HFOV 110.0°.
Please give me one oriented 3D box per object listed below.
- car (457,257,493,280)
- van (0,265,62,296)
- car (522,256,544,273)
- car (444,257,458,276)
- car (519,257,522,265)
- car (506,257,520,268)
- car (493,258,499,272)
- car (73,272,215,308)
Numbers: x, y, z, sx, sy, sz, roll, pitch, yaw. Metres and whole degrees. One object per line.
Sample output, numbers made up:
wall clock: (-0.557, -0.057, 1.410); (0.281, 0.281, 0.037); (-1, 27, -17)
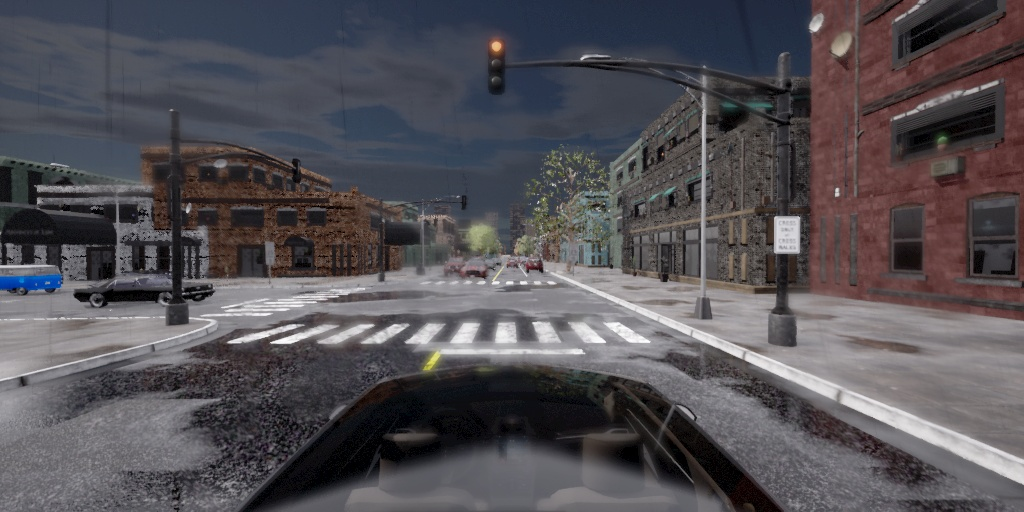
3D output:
car: (-3.173, 1.096, 31.665); (2.097, 1.767, 4.553); (0, 0, 1)
van: (-30.312, 1.458, 21.972); (3.998, 1.789, 1.690); (0, 0, -1)
car: (2.663, 1.055, 42.860); (2.192, 1.841, 5.009); (0, 0, 0)
car: (-5.713, 1.057, 37.309); (2.192, 1.841, 5.009); (0, 0, 0)
car: (2.650, 1.287, 59.491); (2.007, 1.370, 4.403); (0, 0, 0)
car: (0.054, 1.262, 61.306); (1.812, 1.442, 4.674); (0, 0, 0)
car: (-3.133, 1.241, 47.207); (1.837, 1.490, 4.892); (0, 1, 0)
car: (-16.547, 1.576, 16.351); (4.718, 1.301, 1.895); (-1, 1, -1)
